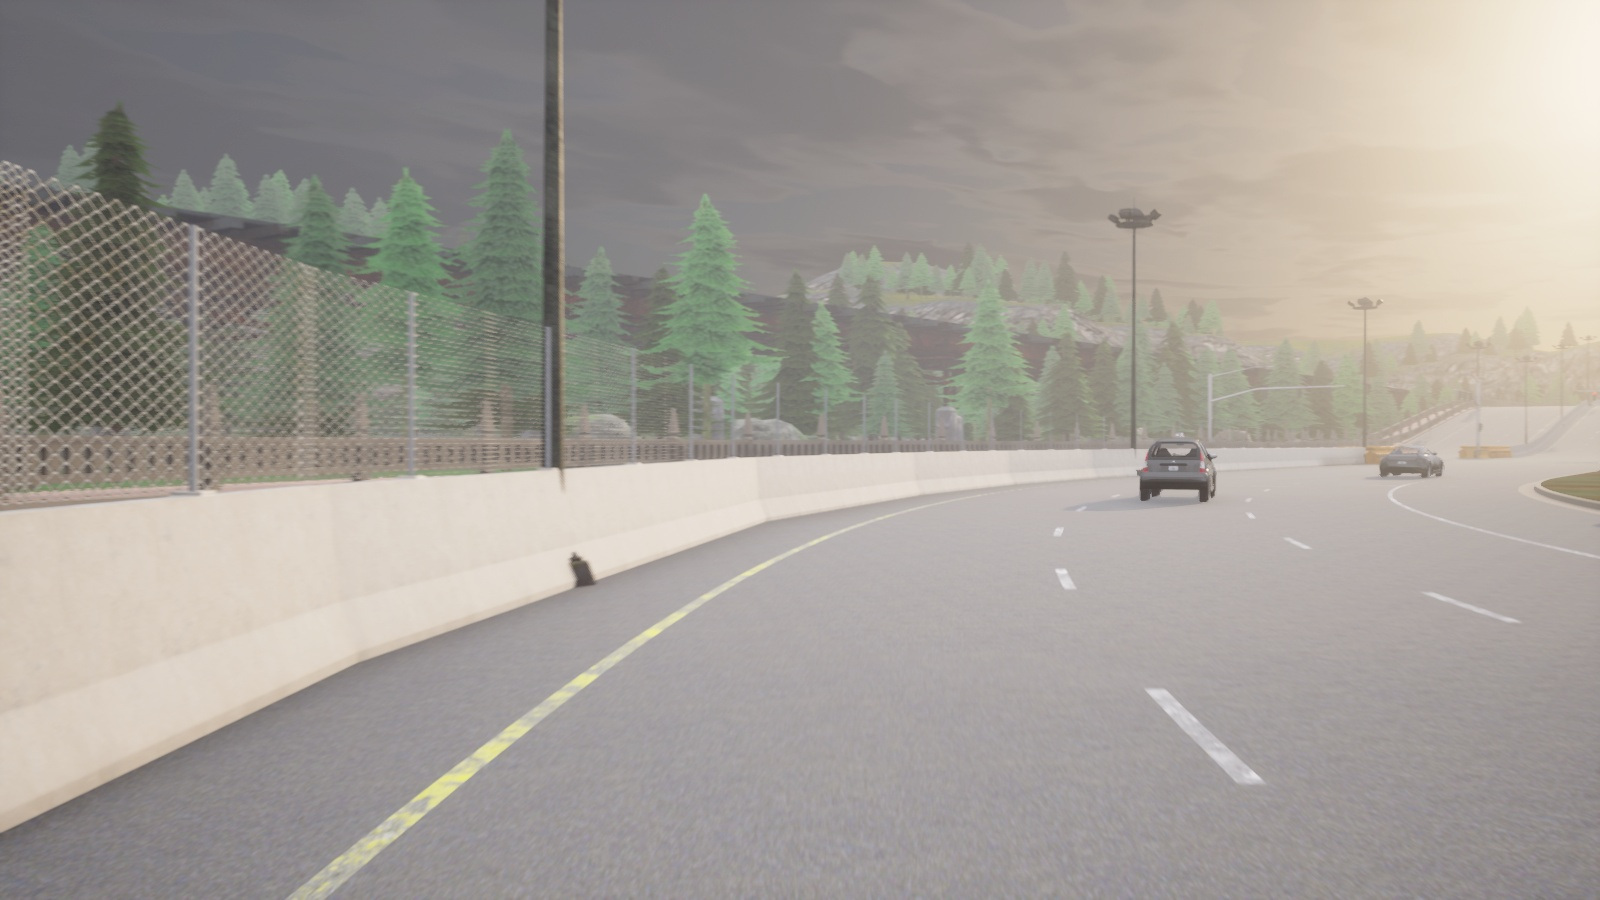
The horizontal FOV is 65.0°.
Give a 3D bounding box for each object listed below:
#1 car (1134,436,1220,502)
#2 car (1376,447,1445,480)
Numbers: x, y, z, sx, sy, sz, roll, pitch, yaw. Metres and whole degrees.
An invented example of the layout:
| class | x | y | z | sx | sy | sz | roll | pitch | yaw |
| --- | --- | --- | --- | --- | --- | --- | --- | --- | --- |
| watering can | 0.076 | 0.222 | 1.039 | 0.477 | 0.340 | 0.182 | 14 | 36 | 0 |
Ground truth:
| class | x | y | z | sx | sy | sz | roll | pitch | yaw |
| --- | --- | --- | --- | --- | --- | --- | --- | --- | --- |
| car | 10.080 | 0.460 | 33.382 | 1.851 | 1.617 | 3.988 | 0 | 0 | 21 |
| car | 27.001 | 0.551 | 55.487 | 1.994 | 1.385 | 4.181 | 1 | 0 | 37 |
